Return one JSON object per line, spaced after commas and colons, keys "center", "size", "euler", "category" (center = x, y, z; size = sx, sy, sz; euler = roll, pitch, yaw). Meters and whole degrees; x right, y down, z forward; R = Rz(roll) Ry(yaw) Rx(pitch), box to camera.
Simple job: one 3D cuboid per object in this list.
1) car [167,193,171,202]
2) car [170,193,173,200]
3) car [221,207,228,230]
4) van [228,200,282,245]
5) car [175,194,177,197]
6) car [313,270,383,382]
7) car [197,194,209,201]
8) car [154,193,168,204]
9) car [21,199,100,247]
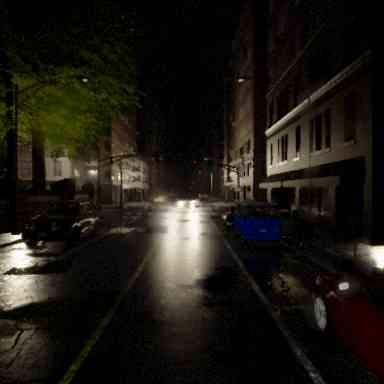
{"center": [-5.689, 1.411, 64.238], "size": [2.008, 1.369, 4.403], "euler": [0, 0, 0], "category": "car"}
{"center": [-5.691, 1.394, 69.689], "size": [1.887, 1.381, 4.507], "euler": [0, 0, 0], "category": "car"}
{"center": [2.851, 1.526, 20.802], "size": [1.947, 1.339, 4.313], "euler": [0, 0, 0], "category": "car"}
{"center": [2.852, 1.313, 15.141], "size": [1.690, 1.788, 3.998], "euler": [0, 0, 0], "category": "van"}
{"center": [-5.697, 1.374, 86.041], "size": [2.008, 1.369, 4.403], "euler": [0, 0, 0], "category": "car"}
{"center": [2.856, 1.538, 3.821], "size": [1.887, 1.381, 4.507], "euler": [0, 0, 0], "category": "car"}
{"center": [2.831, 1.277, 75.178], "size": [1.967, 1.590, 4.097], "euler": [0, 0, 0], "category": "car"}
{"center": [-5.687, 1.397, 58.617], "size": [1.752, 1.417, 4.829], "euler": [0, 0, 0], "category": "car"}
{"center": [-5.673, 1.290, 15.098], "size": [2.192, 1.841, 5.009], "euler": [0, 0, 0], "category": "car"}
